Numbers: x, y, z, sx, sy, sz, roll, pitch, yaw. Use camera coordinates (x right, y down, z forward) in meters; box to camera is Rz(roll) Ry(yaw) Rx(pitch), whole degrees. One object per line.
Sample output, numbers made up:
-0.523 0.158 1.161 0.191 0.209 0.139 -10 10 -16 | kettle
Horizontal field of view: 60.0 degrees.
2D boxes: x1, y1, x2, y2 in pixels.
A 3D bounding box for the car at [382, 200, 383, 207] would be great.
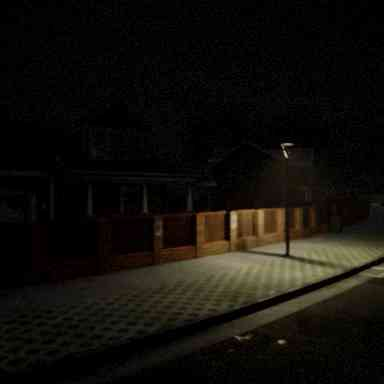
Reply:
29.058 1.559 48.213 1.812 1.442 4.674 0 0 14 | car
